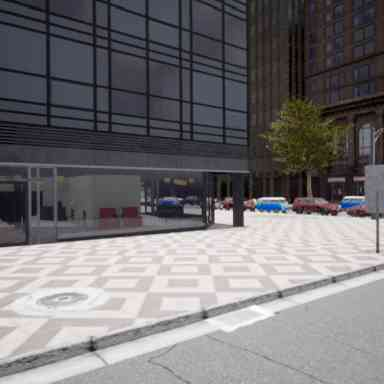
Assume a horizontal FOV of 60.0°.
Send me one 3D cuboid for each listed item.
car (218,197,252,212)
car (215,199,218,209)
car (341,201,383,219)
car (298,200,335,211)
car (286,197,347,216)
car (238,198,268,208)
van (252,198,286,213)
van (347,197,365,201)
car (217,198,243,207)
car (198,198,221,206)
[{"bbox_3d":[6.168,1.613,43.680,2.192,1.841,5.009,-1,0,-35],"label":"car"},{"bbox_3d":[2.884,1.901,48.311,2.008,1.369,4.403,-1,0,-35],"label":"car"},{"bbox_3d":[16.043,1.713,29.790,1.802,1.307,4.206,-1,0,-35],"label":"car"},{"bbox_3d":[16.408,1.718,43.995,1.947,1.339,4.313,-1,0,-35],"label":"car"},{"bbox_3d":[12.747,1.503,34.420,2.192,1.841,5.009,-1,0,-35],"label":"car"},{"bbox_3d":[9.730,1.785,53.393,1.752,1.417,4.829,-1,0,-35],"label":"car"},{"bbox_3d":[9.458,1.585,39.050,1.690,1.788,3.998,-1,0,-35],"label":"van"},{"bbox_3d":[19.692,1.437,39.364,1.690,1.788,3.998,-1,0,-35],"label":"van"},{"bbox_3d":[6.540,1.854,57.884,1.887,1.381,4.507,-1,0,-35],"label":"car"},{"bbox_3d":[3.251,1.911,62.513,2.008,1.369,4.403,-1,0,-35],"label":"car"}]
